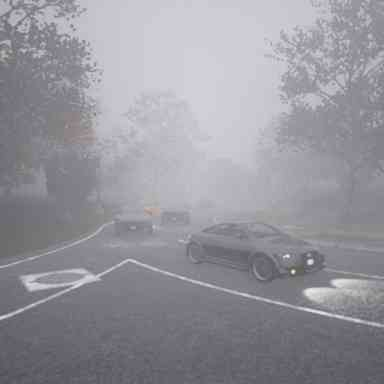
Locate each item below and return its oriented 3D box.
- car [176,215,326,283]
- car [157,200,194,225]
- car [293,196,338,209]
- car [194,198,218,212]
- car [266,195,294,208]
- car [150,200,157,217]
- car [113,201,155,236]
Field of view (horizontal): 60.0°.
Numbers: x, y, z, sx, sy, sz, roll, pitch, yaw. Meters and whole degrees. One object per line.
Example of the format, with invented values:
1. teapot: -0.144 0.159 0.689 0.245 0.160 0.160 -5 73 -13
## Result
1. car: 1.677 1.561 9.805 1.994 1.385 4.181 0 0 -40
2. car: -1.079 1.470 23.969 1.882 1.535 5.008 -1 0 2
3. car: 15.890 1.409 42.295 4.892 1.490 1.837 1 -1 0
4. car: 0.987 1.479 38.127 2.128 1.511 4.902 0 0 43
5. car: 12.413 1.254 44.986 4.553 1.767 2.097 0 0 -10
6. car: -3.763 1.470 28.068 1.882 1.535 5.008 0 0 14
7. car: -3.358 1.473 18.716 1.882 1.535 5.008 0 0 -11
